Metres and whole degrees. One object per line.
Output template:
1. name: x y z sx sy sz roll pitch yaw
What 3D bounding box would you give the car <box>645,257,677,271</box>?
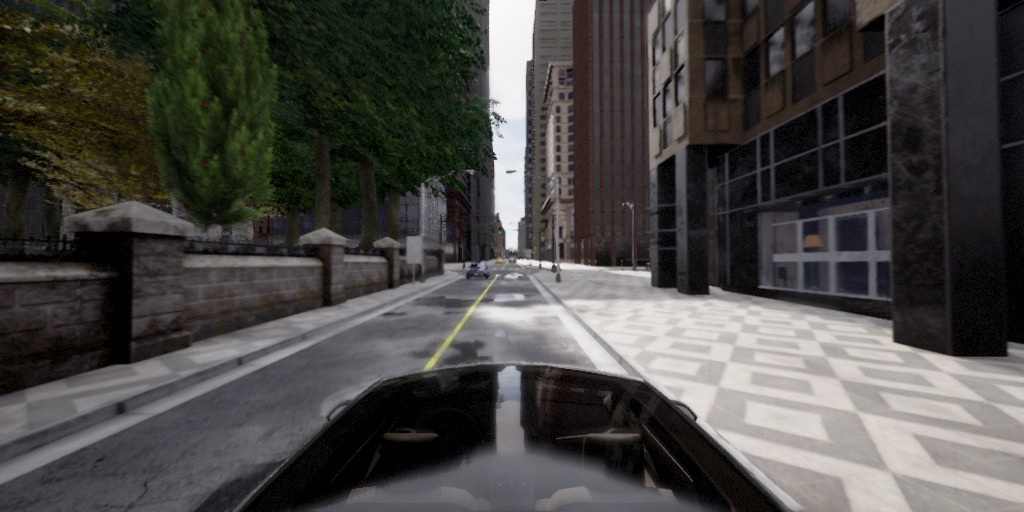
1. car: 17.439 1.003 40.736 4.097 1.591 1.967 0 0 0

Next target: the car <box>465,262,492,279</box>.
1. car: -2.952 1.234 31.897 1.812 1.442 4.674 0 0 0
